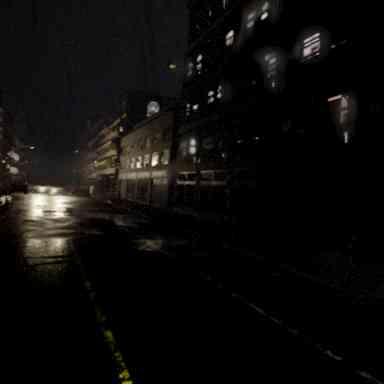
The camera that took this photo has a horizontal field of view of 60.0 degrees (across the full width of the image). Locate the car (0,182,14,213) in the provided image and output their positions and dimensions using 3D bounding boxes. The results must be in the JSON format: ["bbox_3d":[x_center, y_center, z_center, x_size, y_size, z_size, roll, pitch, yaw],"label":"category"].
[{"bbox_3d":[-12.188,0.302,19.644,2.192,1.841,5.009,4,0,-24],"label":"car"}]

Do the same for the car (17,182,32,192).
[{"bbox_3d":[-28.050,-0.832,55.752,1.887,1.381,4.507,5,0,-24],"label":"car"}]

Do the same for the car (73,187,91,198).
[{"bbox_3d":[-15.940,0.101,48.965,1.752,1.417,4.829,4,0,-24],"label":"car"}]

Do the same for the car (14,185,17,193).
[{"bbox_3d":[-14.473,0.374,24.802,1.802,1.307,4.206,4,0,-24],"label":"car"}]

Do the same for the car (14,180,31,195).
[{"bbox_3d":[-23.505,-0.671,45.435,2.192,1.841,5.009,5,0,-24],"label":"car"}]

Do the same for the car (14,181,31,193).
[{"bbox_3d":[-25.778,-0.741,50.592,1.967,1.590,4.097,5,0,-24],"label":"car"}]

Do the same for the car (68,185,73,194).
[{"bbox_3d":[-20.400,-0.264,59.125,1.887,1.381,4.507,4,0,-24],"label":"car"}]

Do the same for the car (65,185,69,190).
[{"bbox_3d":[-29.453,-1.039,79.758,2.008,1.369,4.403,5,0,-24],"label":"car"}]
